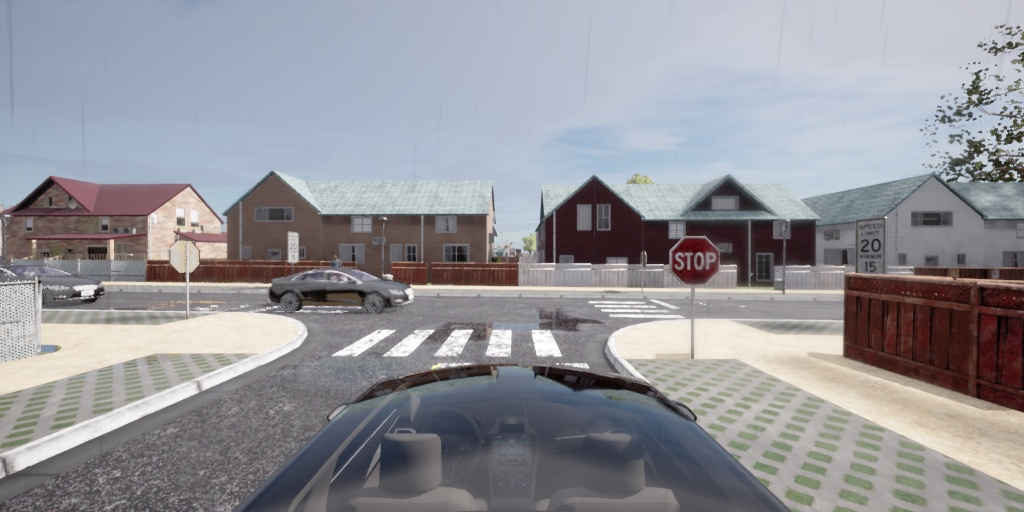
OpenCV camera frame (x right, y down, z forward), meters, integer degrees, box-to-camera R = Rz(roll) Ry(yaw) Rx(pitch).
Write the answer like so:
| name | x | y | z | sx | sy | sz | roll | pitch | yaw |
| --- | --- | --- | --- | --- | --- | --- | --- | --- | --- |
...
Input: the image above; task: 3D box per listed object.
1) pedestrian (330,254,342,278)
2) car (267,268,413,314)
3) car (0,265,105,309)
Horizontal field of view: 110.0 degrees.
| name | x | y | z | sx | sy | sz | roll | pitch | yaw |
| --- | --- | --- | --- | --- | --- | --- | --- | --- | --- |
| pedestrian | -9.329 | 0.803 | 18.935 | 0.375 | 1.860 | 0.375 | 0 | 0 | 1 |
| car | -6.100 | 1.195 | 12.995 | 4.902 | 1.511 | 2.128 | 0 | 0 | 1 |
| car | -18.105 | 1.073 | 13.282 | 4.902 | 1.511 | 2.128 | 1 | 0 | 1 |
